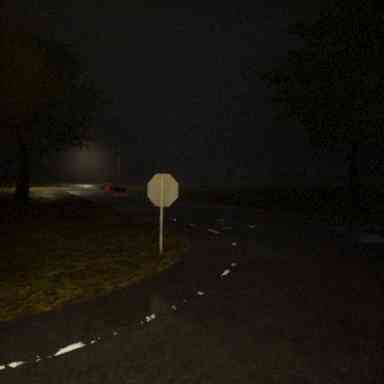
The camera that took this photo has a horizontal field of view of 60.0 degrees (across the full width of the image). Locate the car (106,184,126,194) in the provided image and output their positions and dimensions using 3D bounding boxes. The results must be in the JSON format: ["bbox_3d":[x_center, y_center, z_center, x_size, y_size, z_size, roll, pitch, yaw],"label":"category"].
[{"bbox_3d":[-11.726,-0.584,52.363,1.882,1.535,5.008,0,2,-25],"label":"car"}]

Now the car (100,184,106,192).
[{"bbox_3d":[-14.914,-0.800,58.904,1.994,1.385,4.181,0,2,-26],"label":"car"}]
